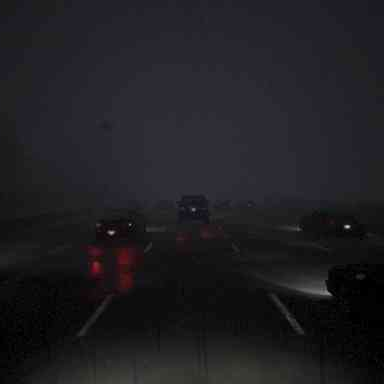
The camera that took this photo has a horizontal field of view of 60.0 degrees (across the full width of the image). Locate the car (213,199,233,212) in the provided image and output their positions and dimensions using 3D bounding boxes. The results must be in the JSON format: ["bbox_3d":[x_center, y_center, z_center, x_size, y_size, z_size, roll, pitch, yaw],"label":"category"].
[{"bbox_3d":[3.591,1.521,39.112,1.812,1.442,4.674,0,0,0],"label":"car"}]

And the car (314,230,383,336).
[{"bbox_3d":[3.596,1.547,4.233,2.033,1.411,5.357,0,0,0],"label":"car"}]

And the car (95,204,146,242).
[{"bbox_3d":[-3.404,1.523,16.367,1.812,1.442,4.674,0,0,0],"label":"car"}]

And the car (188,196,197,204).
[{"bbox_3d":[0.083,1.517,64.950,1.812,1.442,4.674,0,0,0],"label":"car"}]

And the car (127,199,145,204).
[{"bbox_3d":[-6.911,1.558,41.030,1.994,1.385,4.181,0,0,0],"label":"car"}]

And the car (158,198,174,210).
[{"bbox_3d":[-3.411,1.486,43.825,2.128,1.511,4.902,0,0,0],"label":"car"}]

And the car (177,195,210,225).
[{"bbox_3d":[0.093,1.219,24.050,2.150,2.045,5.566,0,0,0],"label":"car"}]

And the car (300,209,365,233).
[{"bbox_3d":[7.095,1.562,17.199,1.994,1.385,4.181,0,0,0],"label":"car"}]

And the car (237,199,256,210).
[{"bbox_3d":[7.087,1.558,43.299,1.994,1.385,4.181,0,0,0],"label":"car"}]
